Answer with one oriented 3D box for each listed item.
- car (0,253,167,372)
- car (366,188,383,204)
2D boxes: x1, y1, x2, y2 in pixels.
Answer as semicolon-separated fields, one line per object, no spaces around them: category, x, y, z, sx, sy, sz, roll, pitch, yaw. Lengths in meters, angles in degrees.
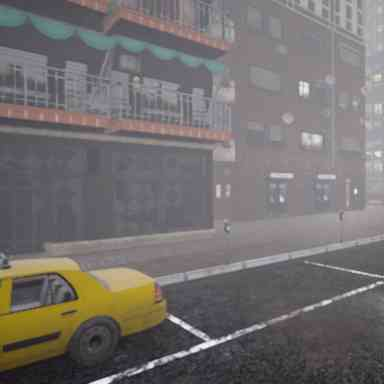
car;-2.663;1.523;4.195;4.829;1.417;1.752;-1;1;-36
car;23.053;0.472;41.664;2.192;1.841;5.009;0;1;-36
